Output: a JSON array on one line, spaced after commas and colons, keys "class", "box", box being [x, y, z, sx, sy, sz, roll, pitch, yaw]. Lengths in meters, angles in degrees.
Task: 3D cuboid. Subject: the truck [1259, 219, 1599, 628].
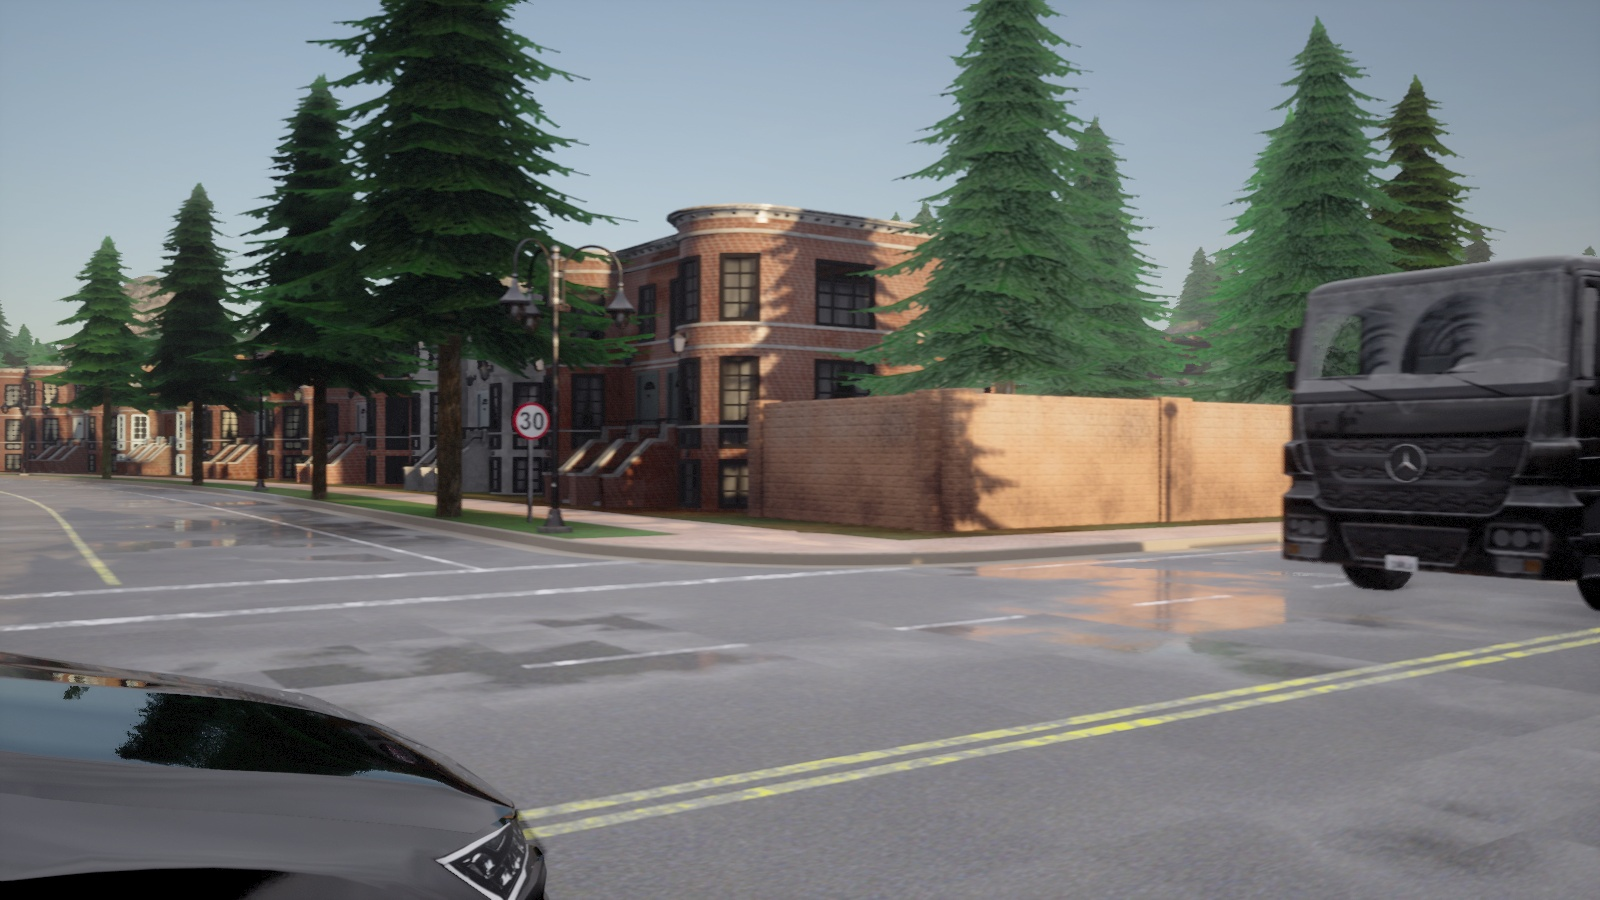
[{"class": "truck", "box": [8.833, -0.221, 14.075, 7.936, 3.462, 2.891, 0, 0, -35]}]

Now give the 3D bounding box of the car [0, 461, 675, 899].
[{"class": "car", "box": [-2.477, 0.768, 1.935, 4.193, 1.474, 1.816, 0, 0, -35]}]
